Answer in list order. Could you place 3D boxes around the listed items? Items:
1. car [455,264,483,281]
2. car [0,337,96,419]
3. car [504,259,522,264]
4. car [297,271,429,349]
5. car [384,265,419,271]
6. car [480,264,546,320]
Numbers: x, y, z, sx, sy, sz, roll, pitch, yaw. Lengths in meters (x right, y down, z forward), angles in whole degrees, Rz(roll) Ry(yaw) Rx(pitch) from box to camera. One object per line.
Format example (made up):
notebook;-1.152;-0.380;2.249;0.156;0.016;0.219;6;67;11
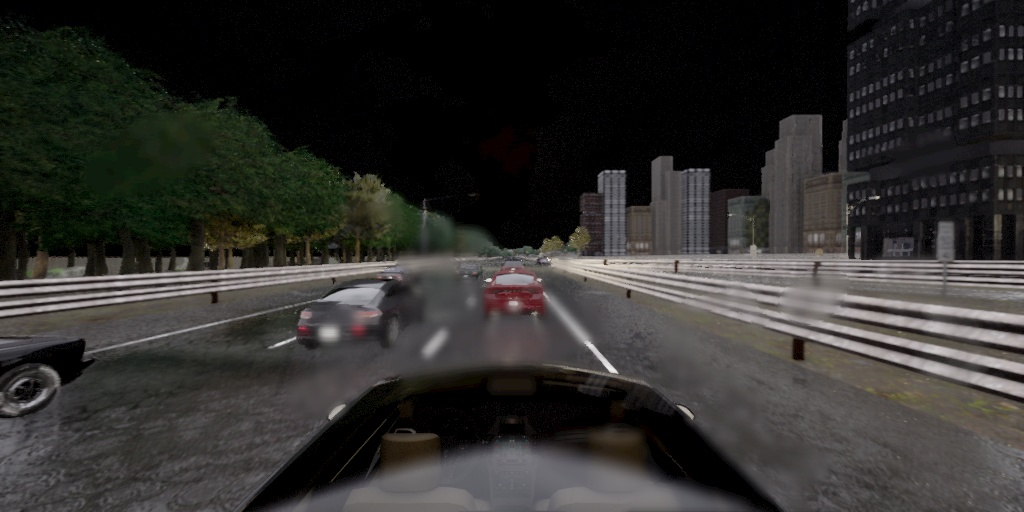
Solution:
car;-3.400;1.324;29.605;1.895;1.301;4.718;0;0;0
car;-6.901;1.351;2.936;1.895;1.301;4.718;0;0;0
car;0.100;1.073;30.568;2.097;1.767;4.553;0;0;0
car;-3.403;1.274;8.988;1.812;1.442;4.674;0;0;0
car;-6.900;1.283;22.623;2.033;1.411;5.357;0;0;0
car;0.098;1.224;12.673;1.882;1.535;5.008;0;0;0
